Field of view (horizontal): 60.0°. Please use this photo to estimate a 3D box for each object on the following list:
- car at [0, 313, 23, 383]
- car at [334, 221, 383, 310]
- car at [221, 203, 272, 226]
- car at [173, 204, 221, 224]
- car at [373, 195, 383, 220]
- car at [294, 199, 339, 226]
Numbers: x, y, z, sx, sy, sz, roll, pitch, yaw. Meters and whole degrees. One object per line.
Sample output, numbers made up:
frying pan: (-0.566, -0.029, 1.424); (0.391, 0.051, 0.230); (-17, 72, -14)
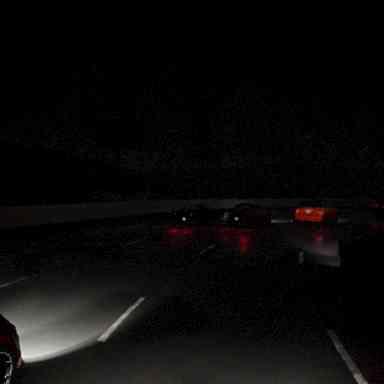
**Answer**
car: (-3.016, 1.541, 2.150); (1.994, 1.385, 4.181); (0, 0, 3)
car: (4.711, 1.619, 7.555); (1.895, 1.301, 4.718); (0, 0, 13)
car: (4.043, 1.515, 23.128); (1.812, 1.442, 4.674); (0, 0, 32)
car: (0.626, 1.566, 24.781); (1.895, 1.301, 4.718); (0, 0, 32)
car: (17.187, 1.288, 27.799); (5.566, 2.045, 2.150); (0, 0, -41)
car: (9.156, 1.373, 24.257); (2.097, 1.767, 4.553); (1, 0, 37)
